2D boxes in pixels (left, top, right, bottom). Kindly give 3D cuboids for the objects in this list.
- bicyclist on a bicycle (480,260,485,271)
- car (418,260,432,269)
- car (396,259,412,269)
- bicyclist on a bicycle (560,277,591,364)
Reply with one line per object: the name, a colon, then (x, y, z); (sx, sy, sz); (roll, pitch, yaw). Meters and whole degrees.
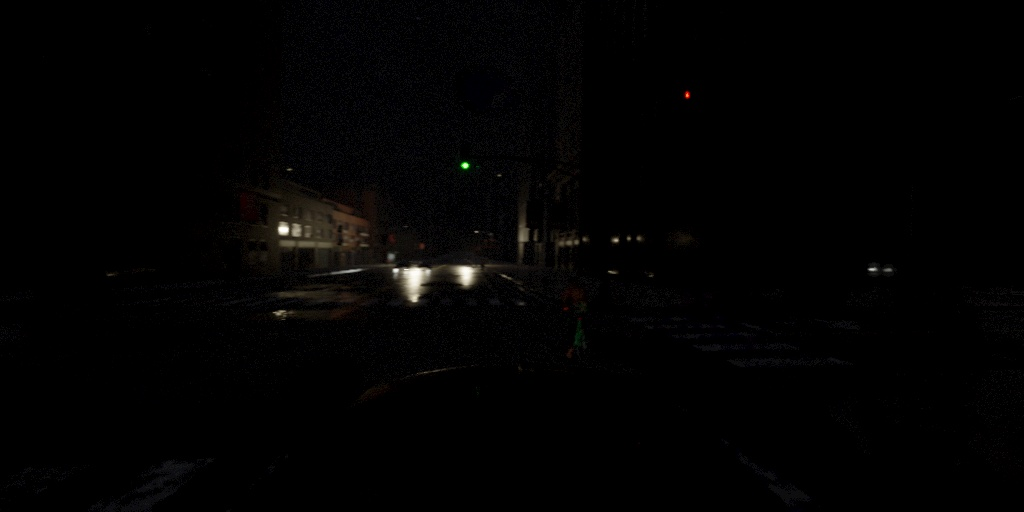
bicyclist on a bicycle: (-4.107, 1.360, 50.330); (0.866, 1.612, 1.509); (1, 0, -7)
car: (-13.764, 1.309, 56.812); (1.812, 1.442, 4.674); (1, 0, -7)
car: (-16.988, 1.251, 56.405); (1.812, 1.442, 4.674); (1, 0, -7)
bicyclist on a bicycle: (1.299, 1.256, 7.345); (0.582, 1.620, 1.656); (1, 0, -7)
